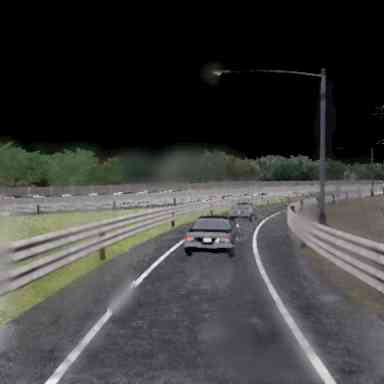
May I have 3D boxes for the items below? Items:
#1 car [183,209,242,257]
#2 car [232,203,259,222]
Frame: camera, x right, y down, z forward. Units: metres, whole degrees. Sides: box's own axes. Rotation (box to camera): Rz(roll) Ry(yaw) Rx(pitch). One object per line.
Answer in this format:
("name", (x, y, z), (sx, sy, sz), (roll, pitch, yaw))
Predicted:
("car", (0.897, 1.657, 13.591), (2.033, 1.411, 5.357), (0, 0, 9))
("car", (4.409, 1.615, 27.836), (2.033, 1.411, 5.357), (1, 1, 19))
